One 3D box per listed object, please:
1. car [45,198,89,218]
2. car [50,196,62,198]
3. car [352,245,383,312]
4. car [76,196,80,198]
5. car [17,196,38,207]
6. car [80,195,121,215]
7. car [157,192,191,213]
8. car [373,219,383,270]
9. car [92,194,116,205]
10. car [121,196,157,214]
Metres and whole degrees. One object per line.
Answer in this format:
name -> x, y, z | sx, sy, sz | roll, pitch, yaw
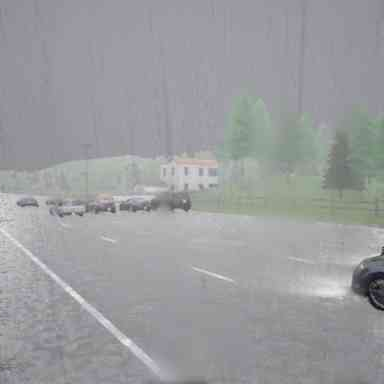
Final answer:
car -> -10.565, 1.404, 27.847 | 1.895, 1.301, 4.718 | 0, 0, -35
car -> -18.567, 1.240, 45.293 | 1.994, 1.385, 4.181 | 0, 0, -35
car -> 5.049, 1.542, 5.660 | 1.994, 1.385, 4.181 | 0, 0, -35
car -> -15.684, 1.235, 47.276 | 1.994, 1.385, 4.181 | 0, 0, -35
car -> -21.486, 1.244, 43.358 | 1.994, 1.385, 4.181 | 0, 0, -35
car -> -8.662, 1.313, 31.195 | 1.812, 1.442, 4.674 | 0, 0, -35
car -> -2.266, 1.006, 34.294 | 2.150, 2.045, 5.566 | 0, 0, -35
car -> 7.291, 1.530, 8.555 | 1.994, 1.385, 4.181 | 0, 0, -35
car -> -13.369, 1.138, 50.067 | 1.882, 1.535, 5.008 | 0, 0, -35
car -> -5.711, 1.309, 33.083 | 1.812, 1.442, 4.674 | 0, 0, -35
